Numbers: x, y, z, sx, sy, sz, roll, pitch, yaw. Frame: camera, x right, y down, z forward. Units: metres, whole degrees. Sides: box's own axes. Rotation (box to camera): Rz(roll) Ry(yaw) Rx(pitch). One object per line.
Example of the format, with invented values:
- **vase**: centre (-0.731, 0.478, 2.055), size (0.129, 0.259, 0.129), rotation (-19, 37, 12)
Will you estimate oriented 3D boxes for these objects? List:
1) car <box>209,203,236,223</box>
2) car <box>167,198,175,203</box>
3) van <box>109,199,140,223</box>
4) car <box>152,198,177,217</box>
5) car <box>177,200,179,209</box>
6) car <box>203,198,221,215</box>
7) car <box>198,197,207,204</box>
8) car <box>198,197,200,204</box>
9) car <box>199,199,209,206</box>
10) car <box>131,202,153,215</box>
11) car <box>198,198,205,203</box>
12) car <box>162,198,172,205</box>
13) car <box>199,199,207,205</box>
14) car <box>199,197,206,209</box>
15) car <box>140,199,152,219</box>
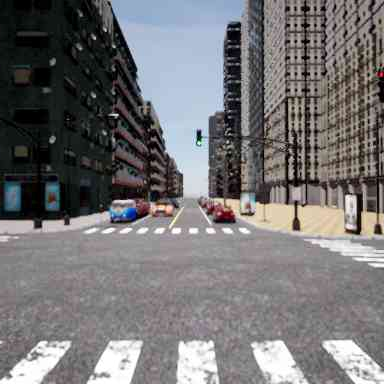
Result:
- **car**: centre (2.662, 1.833, 27.730), size (1.802, 1.307, 4.206), rotation (0, -1, 0)
- **car**: centre (-5.804, 2.457, 94.048), size (1.947, 1.339, 4.313), rotation (0, -1, 0)
- **van**: centre (-5.717, 1.593, 27.722), size (1.690, 1.788, 3.998), rotation (0, -1, 0)
- **car**: centre (-3.044, 1.663, 34.735), size (2.097, 1.767, 4.553), rotation (0, -1, 0)
- **car**: centre (-3.068, 1.949, 53.827), size (1.882, 1.535, 5.008), rotation (0, -1, 0)
- **car**: centre (2.649, 1.793, 38.786), size (1.967, 1.590, 4.097), rotation (0, -1, 0)
- **car**: centre (2.593, 2.094, 83.006), size (2.192, 1.841, 5.009), rotation (0, -1, 0)
- **car**: centre (2.612, 2.167, 66.422), size (2.008, 1.369, 4.403), rotation (0, -1, 0)
- **car**: centre (2.605, 2.215, 71.949), size (1.887, 1.381, 4.507), rotation (0, -1, 0)
- **car**: centre (-5.733, 1.898, 38.776), size (1.887, 1.381, 4.507), rotation (0, -1, 0)
- **car**: centre (2.577, 2.472, 94.058), size (1.802, 1.307, 4.206), rotation (0, -1, 0)
- **car**: centre (-5.781, 2.165, 77.467), size (1.967, 1.590, 4.097), rotation (0, -1, 0)
- **car**: centre (2.598, 2.306, 77.476), size (1.802, 1.307, 4.206), rotation (0, -1, 0)
- **car**: centre (2.627, 1.949, 55.368), size (1.967, 1.590, 4.097), rotation (0, -1, 0)
- **car**: centre (-5.724, 1.618, 33.250), size (2.192, 1.841, 5.009), rotation (0, -1, 0)
